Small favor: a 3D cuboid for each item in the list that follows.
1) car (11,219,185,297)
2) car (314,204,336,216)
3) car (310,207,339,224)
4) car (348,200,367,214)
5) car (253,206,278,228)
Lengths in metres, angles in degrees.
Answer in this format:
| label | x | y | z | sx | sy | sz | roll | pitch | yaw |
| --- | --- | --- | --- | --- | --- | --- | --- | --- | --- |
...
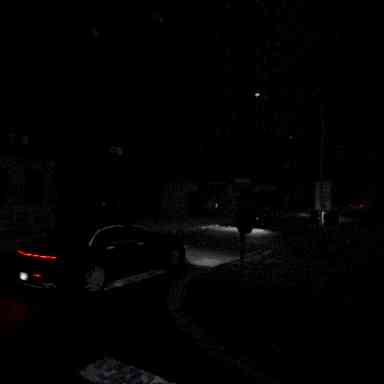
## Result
| label | x | y | z | sx | sy | sz | roll | pitch | yaw |
| --- | --- | --- | --- | --- | --- | --- | --- | --- | --- |
| car | -2.046 | 1.485 | 8.698 | 1.837 | 1.490 | 4.892 | 1 | -1 | 33 |
| car | 18.070 | 2.383 | 45.053 | 1.812 | 1.442 | 4.674 | 1 | -1 | 33 |
| car | 12.481 | 2.079 | 31.150 | 2.128 | 1.511 | 4.902 | 1 | -1 | 33 |
| car | 25.487 | 2.300 | 51.248 | 2.150 | 2.045 | 5.566 | 1 | 0 | 33 |
| car | 4.983 | 1.824 | 24.988 | 1.837 | 1.490 | 4.892 | 1 | -1 | 33 |
